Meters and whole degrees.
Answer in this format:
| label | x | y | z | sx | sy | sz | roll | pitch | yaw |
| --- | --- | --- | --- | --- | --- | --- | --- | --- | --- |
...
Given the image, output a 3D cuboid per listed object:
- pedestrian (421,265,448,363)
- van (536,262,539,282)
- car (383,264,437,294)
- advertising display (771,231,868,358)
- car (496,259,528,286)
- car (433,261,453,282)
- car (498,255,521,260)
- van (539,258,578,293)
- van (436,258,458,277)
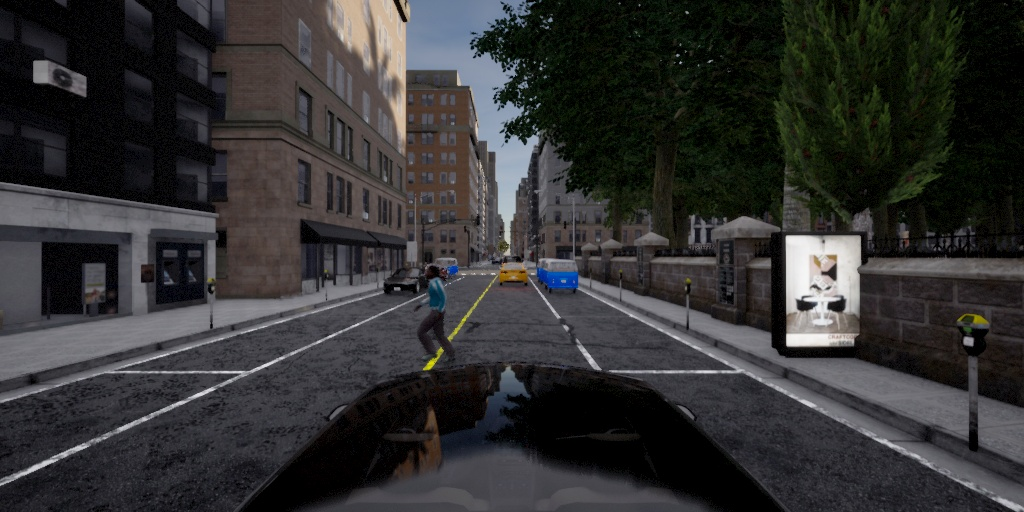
| label | x | y | z | sx | sy | sz | roll | pitch | yaw |
| --- | --- | --- | --- | --- | --- | --- | --- | --- | --- |
| pedestrian | -1.424 | 1.043 | 6.586 | 0.375 | 1.860 | 0.375 | 0 | 0 | -10 |
| van | 2.692 | 1.079 | 26.107 | 1.690 | 1.789 | 3.998 | 0 | 0 | 0 |
| car | -5.839 | 1.309 | 20.447 | 1.948 | 1.339 | 4.313 | 0 | 0 | 0 |
| advertising display | 5.639 | 0.775 | 6.587 | 1.540 | 2.440 | 0.280 | 0 | 0 | 0 |
| car | 0.091 | 1.216 | 25.284 | 1.882 | 1.535 | 5.008 | 0 | 0 | 0 |
| car | -5.833 | 1.283 | 26.106 | 1.888 | 1.381 | 4.507 | 0 | 0 | 0 |
| car | 0.010 | 0.948 | 35.761 | 2.150 | 2.045 | 5.566 | 0 | 0 | -1 |
| van | 2.686 | 1.083 | 20.449 | 1.690 | 1.789 | 3.998 | 0 | 0 | 0 |
| van | -5.827 | 1.073 | 31.767 | 1.690 | 1.789 | 3.998 | 0 | 0 | 0 |
